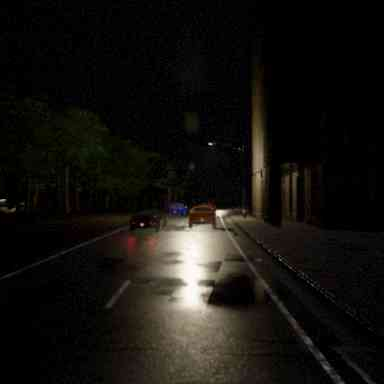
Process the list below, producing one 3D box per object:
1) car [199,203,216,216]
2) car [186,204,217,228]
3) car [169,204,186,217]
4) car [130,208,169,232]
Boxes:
[{"bbox_3d":[2.026,2.223,42.328,1.882,1.535,5.008,0,-2,5],"label":"car"},{"bbox_3d":[0.812,1.790,25.028,1.882,1.535,5.008,0,-1,3],"label":"car"},{"bbox_3d":[-1.701,2.144,39.834,1.882,1.535,5.008,0,-2,5],"label":"car"},{"bbox_3d":[-2.846,1.784,21.955,1.812,1.442,4.674,0,-1,3],"label":"car"}]
